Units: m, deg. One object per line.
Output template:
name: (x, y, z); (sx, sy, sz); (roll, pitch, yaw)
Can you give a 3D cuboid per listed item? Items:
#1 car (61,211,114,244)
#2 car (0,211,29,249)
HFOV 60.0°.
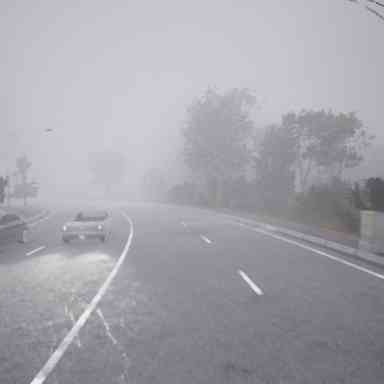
car: (-4.981, 1.616, 16.314); (1.895, 1.301, 4.718); (-1, 0, -8)
car: (-8.092, 1.557, 13.232); (1.837, 1.490, 4.892); (0, 0, -7)
